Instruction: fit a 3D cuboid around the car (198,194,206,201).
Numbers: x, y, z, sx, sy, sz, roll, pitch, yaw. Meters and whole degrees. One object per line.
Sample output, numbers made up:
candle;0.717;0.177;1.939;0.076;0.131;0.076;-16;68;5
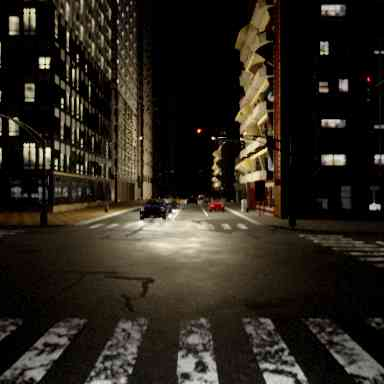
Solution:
car;2.596;1.481;89.791;1.967;1.590;4.097;0;0;0

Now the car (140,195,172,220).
car;-3.124;1.353;28.245;2.097;1.767;4.553;0;0;0

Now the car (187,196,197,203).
car;-0.072;1.576;70.342;1.994;1.385;4.181;0;0;0

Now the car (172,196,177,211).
car;-3.133;1.496;37.293;2.128;1.511;4.902;0;0;0

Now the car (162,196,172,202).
car;-5.772;1.580;78.484;2.008;1.369;4.403;0;0;0

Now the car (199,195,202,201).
car;2.633;1.565;55.899;2.008;1.369;4.403;0;0;0

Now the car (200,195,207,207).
car;2.639;1.562;50.251;2.008;1.369;4.403;0;0;0

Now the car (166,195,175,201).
car;-5.784;1.585;89.782;1.887;1.381;4.507;0;0;0

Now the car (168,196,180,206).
car;-3.060;1.492;56.823;1.882;1.535;5.008;0;0;0

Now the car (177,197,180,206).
car;-3.123;1.610;46.551;1.895;1.301;4.718;0;0;0

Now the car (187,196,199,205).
car;0.040;1.580;60.299;1.994;1.385;4.181;0;0;0

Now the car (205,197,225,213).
car;2.703;1.587;37.334;1.802;1.307;4.206;0;0;0

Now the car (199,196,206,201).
car;2.602;1.617;84.142;1.802;1.307;4.206;0;0;0
